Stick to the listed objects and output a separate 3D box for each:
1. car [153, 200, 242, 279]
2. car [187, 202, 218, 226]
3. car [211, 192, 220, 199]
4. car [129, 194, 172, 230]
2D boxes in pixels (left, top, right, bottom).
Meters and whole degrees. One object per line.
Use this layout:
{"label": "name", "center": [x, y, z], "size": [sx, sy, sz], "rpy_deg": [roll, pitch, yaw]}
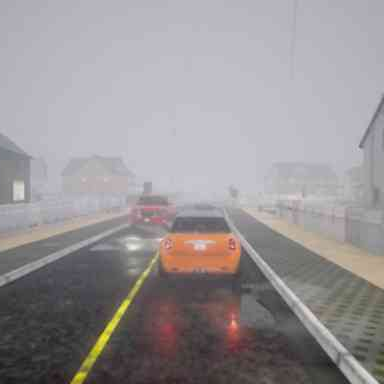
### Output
{"label": "car", "center": [0.253, 1.318, 10.149], "size": [2.097, 1.767, 4.553], "rpy_deg": [0, 1, 2]}
{"label": "car", "center": [0.775, 1.477, 23.428], "size": [1.994, 1.385, 4.181], "rpy_deg": [0, 0, 3]}
{"label": "car", "center": [6.469, 1.019, 90.174], "size": [2.097, 1.767, 4.553], "rpy_deg": [0, 0, 11]}
{"label": "car", "center": [-2.288, 1.140, 20.618], "size": [2.150, 2.045, 5.566], "rpy_deg": [0, 0, 3]}
